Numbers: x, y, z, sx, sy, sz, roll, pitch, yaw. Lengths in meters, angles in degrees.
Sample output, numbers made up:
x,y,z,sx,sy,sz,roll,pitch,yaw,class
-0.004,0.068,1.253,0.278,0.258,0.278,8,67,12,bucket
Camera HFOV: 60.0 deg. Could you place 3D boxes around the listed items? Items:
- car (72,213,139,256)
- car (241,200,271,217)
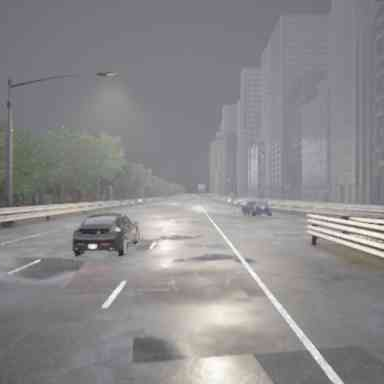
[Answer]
x,y,z,sx,sy,sz,roll,pitch,yaw,class
-3.401,1.634,13.804,1.837,1.490,4.892,0,-1,0,car
6.979,1.714,36.657,2.097,1.767,4.553,0,0,-10,car
